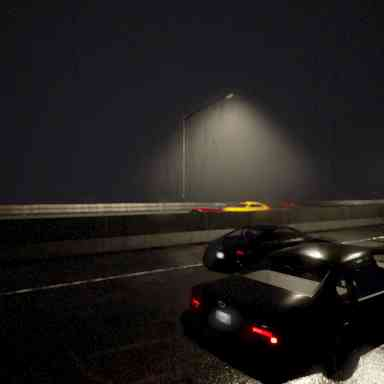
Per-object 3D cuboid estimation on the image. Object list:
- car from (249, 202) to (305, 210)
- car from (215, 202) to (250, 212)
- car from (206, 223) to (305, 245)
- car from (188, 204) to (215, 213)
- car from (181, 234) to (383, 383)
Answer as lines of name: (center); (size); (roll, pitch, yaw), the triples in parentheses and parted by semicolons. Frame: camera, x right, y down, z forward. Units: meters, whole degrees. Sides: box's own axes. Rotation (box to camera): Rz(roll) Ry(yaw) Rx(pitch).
car: (7.171, 1.628, 26.313); (5.008, 1.535, 1.882); (1, 0, -35)
car: (4.795, 1.624, 28.917); (5.008, 1.535, 1.882); (1, 0, -35)
car: (2.359, 1.618, 9.733); (4.181, 1.385, 1.994); (0, 0, -36)
car: (1.996, 1.741, 31.220); (4.718, 1.301, 1.895); (1, 0, -36)
car: (2.423, 1.584, 5.480); (5.357, 1.411, 2.033); (1, 0, -35)
